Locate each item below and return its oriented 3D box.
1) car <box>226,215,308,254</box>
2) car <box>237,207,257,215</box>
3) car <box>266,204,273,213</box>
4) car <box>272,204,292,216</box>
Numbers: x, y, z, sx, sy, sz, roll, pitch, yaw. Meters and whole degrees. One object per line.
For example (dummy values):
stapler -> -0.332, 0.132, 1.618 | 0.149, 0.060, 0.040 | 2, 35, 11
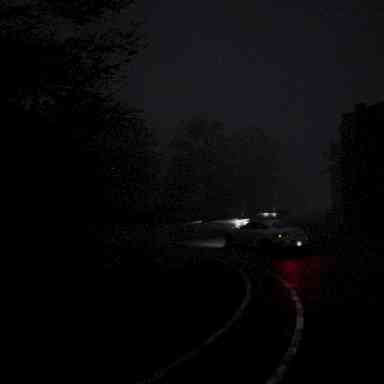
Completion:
car -> 3.426, 2.028, 15.959 | 1.812, 1.442, 4.674 | -1, -2, -27
car -> 7.544, 2.764, 45.441 | 2.128, 1.511, 4.902 | -1, -3, 26
car -> 14.752, 2.994, 60.465 | 1.882, 1.535, 5.008 | -1, -1, 26
car -> 14.386, 2.843, 51.841 | 1.882, 1.535, 5.008 | -1, -1, 25
